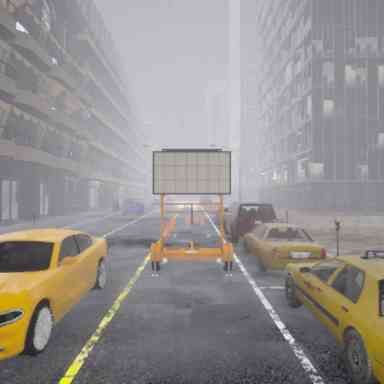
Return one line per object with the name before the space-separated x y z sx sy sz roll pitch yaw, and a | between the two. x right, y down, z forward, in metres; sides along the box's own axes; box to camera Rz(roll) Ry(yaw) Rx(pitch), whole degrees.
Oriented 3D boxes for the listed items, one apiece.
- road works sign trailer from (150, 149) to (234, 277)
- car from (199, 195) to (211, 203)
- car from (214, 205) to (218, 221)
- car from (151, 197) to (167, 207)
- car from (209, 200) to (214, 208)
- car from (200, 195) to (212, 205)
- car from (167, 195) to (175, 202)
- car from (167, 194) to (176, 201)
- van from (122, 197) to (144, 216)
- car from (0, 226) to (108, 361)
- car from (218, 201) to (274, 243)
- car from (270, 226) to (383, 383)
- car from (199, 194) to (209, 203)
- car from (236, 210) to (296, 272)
road works sign trailer | -0.001 0.476 10.304 2.380 3.560 2.880 0 0 0
car | 2.695 1.699 60.134 1.947 1.339 4.313 1 0 0
car | 2.700 1.594 21.474 1.947 1.339 4.313 1 0 0
car | -5.685 1.695 54.611 1.802 1.307 4.206 1 0 0
car | 2.699 1.583 26.998 1.887 1.381 4.507 1 0 0
car | 2.697 1.469 65.658 2.192 1.841 5.009 1 0 0
car | -5.688 1.768 82.225 1.887 1.381 4.507 1 0 0
car | -5.687 1.593 93.272 2.192 1.841 5.009 1 0 0
van | -5.678 1.391 32.521 1.690 1.788 3.998 1 0 0
car | -3.001 1.484 6.255 1.882 1.535 5.008 0 0 0
car | 2.704 1.335 15.952 2.192 1.841 5.009 1 0 0
car | 2.702 1.531 5.077 1.752 1.417 4.829 1 0 0
car | 2.695 1.513 76.704 2.192 1.841 5.009 1 0 0
car | 2.701 1.538 10.599 1.752 1.417 4.829 1 0 0
